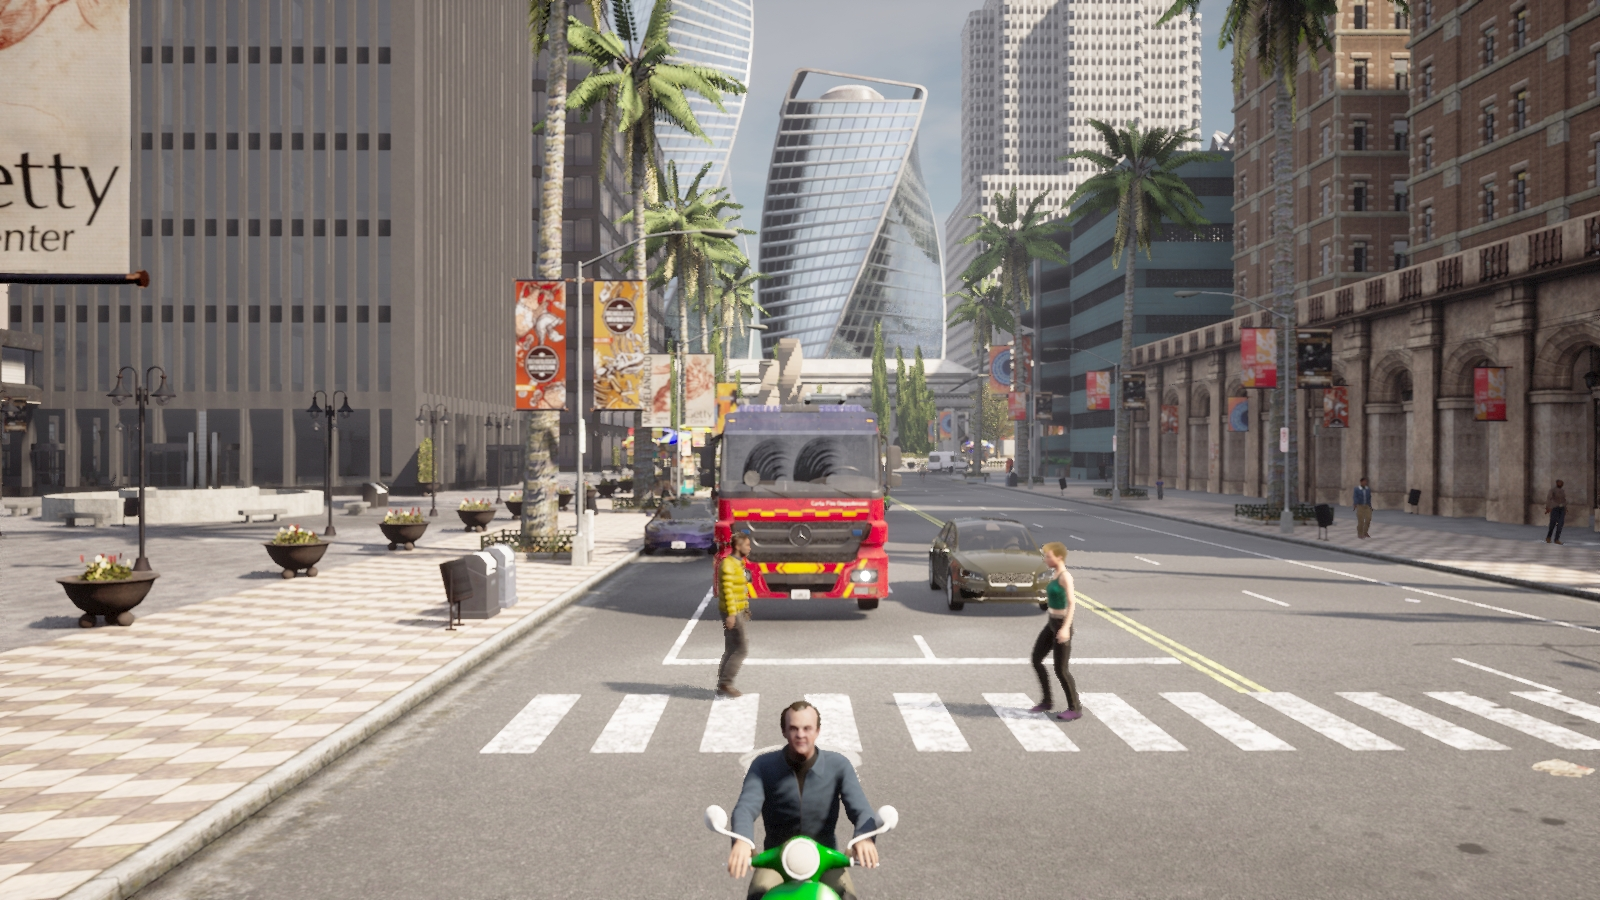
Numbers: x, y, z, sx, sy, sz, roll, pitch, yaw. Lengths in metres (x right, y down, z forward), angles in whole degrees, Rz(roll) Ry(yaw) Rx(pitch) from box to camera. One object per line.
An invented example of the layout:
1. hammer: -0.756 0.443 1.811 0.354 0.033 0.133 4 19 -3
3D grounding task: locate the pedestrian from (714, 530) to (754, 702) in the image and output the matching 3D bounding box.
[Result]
1. pedestrian: -0.735 1.841 12.774 0.375 1.860 0.375 0 0 8

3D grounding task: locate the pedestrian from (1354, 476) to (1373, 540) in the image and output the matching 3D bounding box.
1. pedestrian: 16.379 1.677 33.227 0.375 1.860 0.375 0 0 1

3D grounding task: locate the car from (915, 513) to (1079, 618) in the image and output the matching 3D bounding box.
1. car: 3.513 2.048 21.378 2.231 1.480 4.892 0 0 0

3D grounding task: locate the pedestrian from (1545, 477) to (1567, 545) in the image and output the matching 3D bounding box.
1. pedestrian: 20.924 1.677 31.627 0.375 1.860 0.375 0 0 -1

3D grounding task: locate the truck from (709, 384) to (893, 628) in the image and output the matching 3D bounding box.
1. truck: 0.020 0.877 22.192 2.891 3.827 8.468 0 0 0

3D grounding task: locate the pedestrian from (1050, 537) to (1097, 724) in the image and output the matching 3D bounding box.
1. pedestrian: 2.809 1.841 11.739 0.375 1.860 0.375 0 0 -5

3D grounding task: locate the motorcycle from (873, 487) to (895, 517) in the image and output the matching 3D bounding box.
1. motorcycle: 3.531 2.185 48.248 0.803 1.145 2.033 0 0 0

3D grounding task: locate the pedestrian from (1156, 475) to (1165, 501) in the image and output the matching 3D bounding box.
1. pedestrian: 18.474 1.943 58.581 0.375 1.300 0.375 0 0 11

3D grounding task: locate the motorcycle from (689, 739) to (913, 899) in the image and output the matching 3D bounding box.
1. motorcycle: 0.004 2.178 5.278 0.856 1.236 1.805 0 0 0
